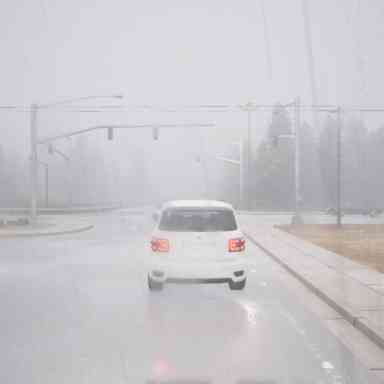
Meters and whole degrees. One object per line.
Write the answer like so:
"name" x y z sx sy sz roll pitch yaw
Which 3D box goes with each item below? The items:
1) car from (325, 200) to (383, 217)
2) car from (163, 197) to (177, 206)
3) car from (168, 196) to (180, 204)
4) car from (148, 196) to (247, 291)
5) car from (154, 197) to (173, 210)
"car" 14.882 1.518 30.593 4.902 1.511 2.128 0 0 1
"car" -3.596 1.564 54.991 1.994 1.385 4.181 0 0 0
"car" -3.474 1.564 65.691 1.994 1.385 4.181 0 0 1
"car" 0.062 1.218 9.178 2.150 2.045 5.566 0 0 -2
"car" -3.614 1.492 43.127 2.128 1.511 4.902 0 0 0
